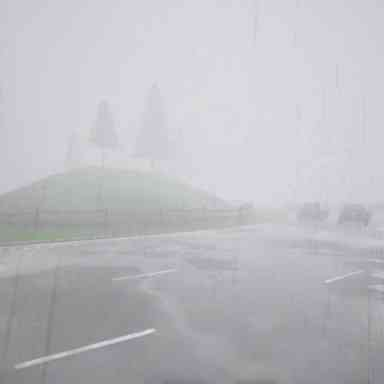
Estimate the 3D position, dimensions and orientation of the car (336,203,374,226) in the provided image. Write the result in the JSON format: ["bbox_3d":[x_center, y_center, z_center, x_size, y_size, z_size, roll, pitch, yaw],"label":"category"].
[{"bbox_3d":[13.604,1.736,27.682,2.097,1.767,4.553,0,-1,31],"label":"car"}]

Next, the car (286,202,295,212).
[{"bbox_3d":[15.676,2.193,50.026,2.033,1.411,5.357,0,-1,-1],"label":"car"}]

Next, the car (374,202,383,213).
[{"bbox_3d":[26.241,2.162,45.967,1.837,1.490,4.892,1,0,4],"label":"car"}]

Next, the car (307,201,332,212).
[{"bbox_3d":[19.132,2.169,50.120,1.837,1.490,4.892,1,-1,-1],"label":"car"}]

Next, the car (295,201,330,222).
[{"bbox_3d":[11.261,1.757,30.660,2.097,1.767,4.553,0,-1,29],"label":"car"}]
